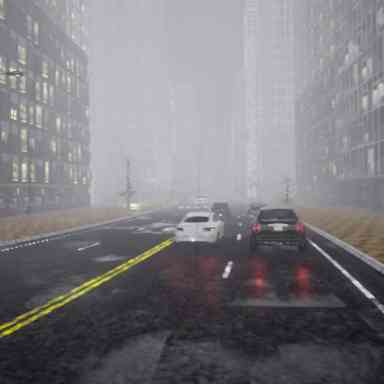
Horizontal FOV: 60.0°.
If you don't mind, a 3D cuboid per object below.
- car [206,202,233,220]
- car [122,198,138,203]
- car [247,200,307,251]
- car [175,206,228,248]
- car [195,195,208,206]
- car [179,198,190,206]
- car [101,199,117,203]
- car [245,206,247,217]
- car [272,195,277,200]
[{"bbox_3d":[2.602,1.658,30.142,1.837,1.490,4.892,-1,0,6],"label":"car"},{"bbox_3d":[-16.123,2.278,86.562,4.313,1.339,1.947,-1,0,5],"label":"car"},{"bbox_3d":[3.572,1.384,14.389,2.097,1.767,4.553,-1,-1,10],"label":"car"},{"bbox_3d":[0.432,1.620,15.277,1.812,1.442,4.674,-1,0,10],"label":"car"},{"bbox_3d":[1.822,1.587,63.742,2.150,2.045,5.566,-1,0,4],"label":"car"},{"bbox_3d":[-1.384,1.957,64.423,1.812,1.442,4.674,-1,0,5],"label":"car"},{"bbox_3d":[-21.784,2.354,87.079,4.206,1.307,1.802,-1,0,5],"label":"car"},{"bbox_3d":[5.830,1.651,29.752,1.994,1.385,4.181,-1,0,6],"label":"car"},{"bbox_3d":[22.674,1.609,83.405,5.009,1.841,2.192,-1,0,5],"label":"car"}]
